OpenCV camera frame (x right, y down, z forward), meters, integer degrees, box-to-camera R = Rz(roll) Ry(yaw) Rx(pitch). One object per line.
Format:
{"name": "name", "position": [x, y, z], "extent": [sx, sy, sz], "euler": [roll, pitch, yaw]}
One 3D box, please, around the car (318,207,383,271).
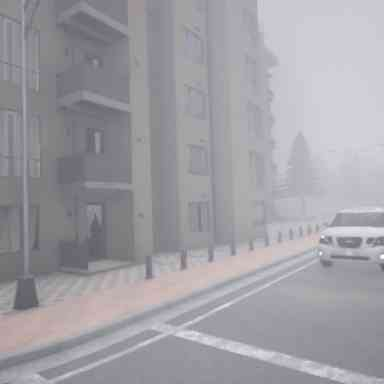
{"name": "car", "position": [6.568, 1.617, 12.675], "extent": [2.150, 2.045, 5.566], "euler": [-4, -3, 37]}
